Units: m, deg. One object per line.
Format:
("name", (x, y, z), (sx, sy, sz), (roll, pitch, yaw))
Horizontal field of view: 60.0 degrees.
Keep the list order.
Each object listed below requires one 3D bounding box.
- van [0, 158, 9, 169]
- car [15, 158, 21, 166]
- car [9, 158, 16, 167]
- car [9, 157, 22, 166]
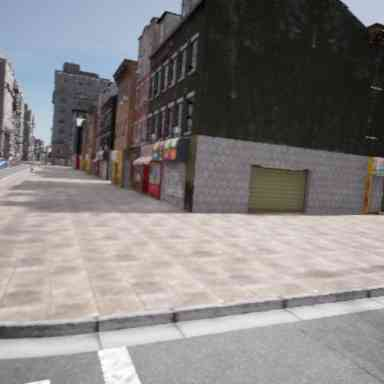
("van", (-33.152, -5.020, 57.250), (1.690, 1.788, 3.998), (4, 4, -23))
("car", (-41.915, -6.819, 77.999), (1.802, 1.307, 4.206), (4, 4, -23))
("car", (-37.545, -5.804, 67.631), (1.802, 1.307, 4.206), (4, 4, -23))
("car", (-44.074, -7.591, 83.168), (2.192, 1.841, 5.009), (4, 4, -23))
